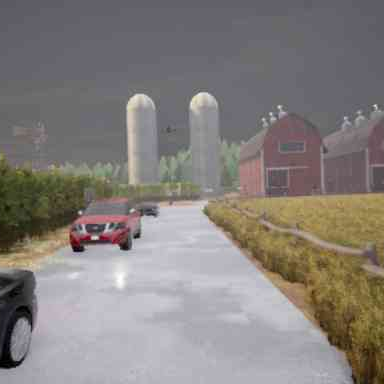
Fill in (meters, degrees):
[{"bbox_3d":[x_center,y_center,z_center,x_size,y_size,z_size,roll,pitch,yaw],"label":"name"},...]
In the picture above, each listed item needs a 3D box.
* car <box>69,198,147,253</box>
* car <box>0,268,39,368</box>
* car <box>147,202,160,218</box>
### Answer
[{"bbox_3d":[-3.601,1.314,14.869,2.150,2.045,5.566,-2,0,-1],"label":"car"},{"bbox_3d":[-3.222,1.589,3.040,1.882,1.535,5.008,-2,0,-2],"label":"car"},{"bbox_3d":[-4.003,1.604,30.018,1.895,1.301,4.718,-2,1,-1],"label":"car"}]
